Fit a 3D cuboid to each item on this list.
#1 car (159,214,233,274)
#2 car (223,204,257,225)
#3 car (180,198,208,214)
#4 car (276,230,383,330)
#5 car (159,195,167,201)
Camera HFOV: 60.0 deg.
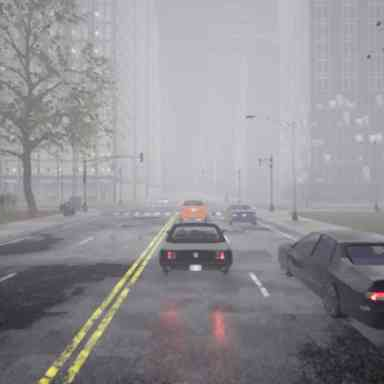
[{"bbox_3d":[0.108,1.600,10.495,1.895,1.301,4.718,0,0,0],"label":"car"},{"bbox_3d":[3.366,1.541,23.845,2.033,1.411,5.357,0,0,0],"label":"car"},{"bbox_3d":[0.117,1.346,26.372,2.097,1.767,4.553,0,0,0],"label":"car"},{"bbox_3d":[3.355,1.547,7.261,2.033,1.411,5.357,0,0,0],"label":"car"},{"bbox_3d":[-7.386,1.518,85.970,1.895,1.301,4.718,0,0,-1],"label":"car"}]
